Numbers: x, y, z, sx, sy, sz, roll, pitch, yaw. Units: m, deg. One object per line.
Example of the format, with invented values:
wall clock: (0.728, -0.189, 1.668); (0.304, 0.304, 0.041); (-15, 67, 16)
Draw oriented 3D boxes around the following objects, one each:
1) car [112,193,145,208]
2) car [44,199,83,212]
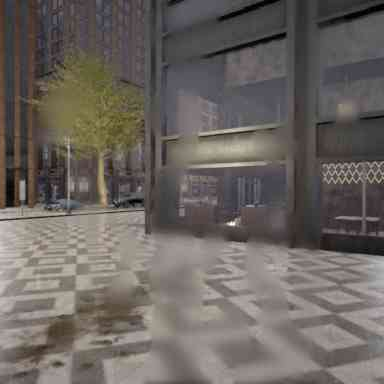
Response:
car: (-8.435, 1.106, 46.290); (2.150, 2.045, 5.566); (0, 0, 35)
car: (-14.516, 1.472, 37.796); (1.994, 1.385, 4.181); (0, 0, 35)
